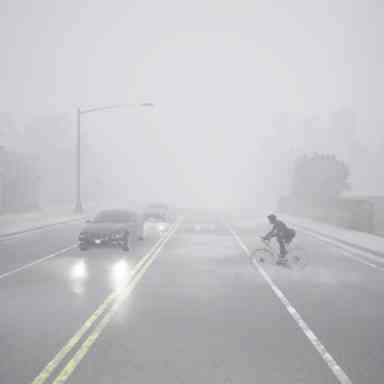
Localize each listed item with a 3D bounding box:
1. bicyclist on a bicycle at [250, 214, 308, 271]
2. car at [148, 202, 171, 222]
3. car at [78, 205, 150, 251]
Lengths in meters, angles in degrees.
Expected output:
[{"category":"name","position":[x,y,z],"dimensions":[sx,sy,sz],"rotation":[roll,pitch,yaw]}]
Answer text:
[{"category":"bicyclist on a bicycle","position":[2.447,1.452,9.400],"dimensions":[1.656,1.620,0.582],"rotation":[-2,0,2]},{"category":"car","position":[-2.785,1.547,26.606],"dimensions":[2.033,1.411,5.357],"rotation":[0,0,2]},{"category":"car","position":[-3.214,1.506,14.075],"dimensions":[1.837,1.490,4.892],"rotation":[0,0,2]}]
